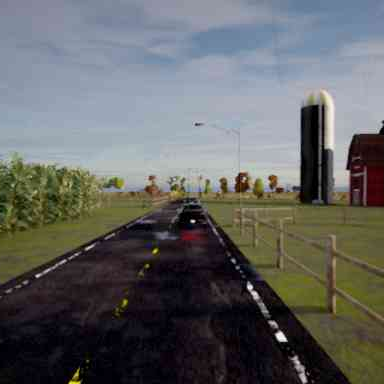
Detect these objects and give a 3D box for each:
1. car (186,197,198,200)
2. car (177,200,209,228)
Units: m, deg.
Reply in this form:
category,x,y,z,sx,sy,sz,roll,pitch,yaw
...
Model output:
category,x,y,z,sx,sy,sz,roll,pitch,yaw
car,-0.009,1.368,42.236,2.097,1.767,4.553,0,0,0
car,0.050,1.506,22.387,1.837,1.490,4.892,0,0,0
